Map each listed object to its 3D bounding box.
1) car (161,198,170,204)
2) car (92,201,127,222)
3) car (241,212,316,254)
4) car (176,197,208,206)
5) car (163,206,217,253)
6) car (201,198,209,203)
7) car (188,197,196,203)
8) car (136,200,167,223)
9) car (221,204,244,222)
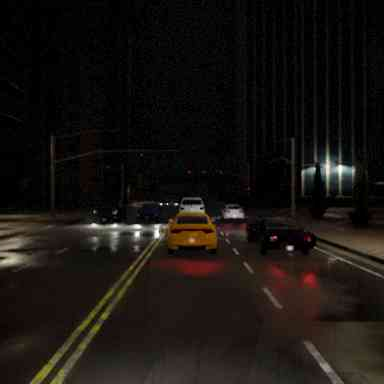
[{"bbox_3d":[-7.000,2.288,88.141,1.882,1.535,5.008,0,-1,0],"label":"car"},{"bbox_3d":[-7.003,1.617,28.709,2.097,1.767,4.553,0,0,0],"label":"car"},{"bbox_3d":[3.502,1.732,14.104,1.895,1.301,4.718,0,0,0],"label":"car"},{"bbox_3d":[-0.007,1.487,29.036,2.150,2.045,5.566,0,0,0],"label":"car"},{"bbox_3d":[0.005,1.613,14.476,1.882,1.535,5.008,0,0,0],"label":"car"},{"bbox_3d":[3.500,2.273,91.102,1.837,1.490,4.892,0,-1,0],"label":"car"},{"bbox_3d":[0.000,2.217,91.642,1.994,1.385,4.181,0,-1,0],"label":"car"},{"bbox_3d":[-3.507,1.742,28.307,1.882,1.535,5.008,0,-1,0],"label":"car"},{"bbox_3d":[3.560,1.799,29.370,1.812,1.442,4.674,0,0,2],"label":"car"}]
